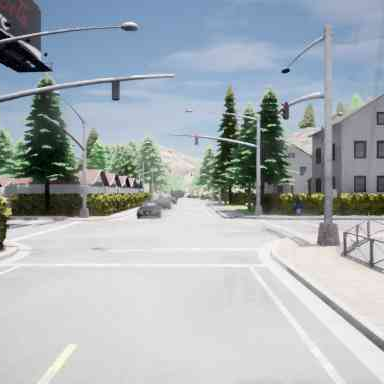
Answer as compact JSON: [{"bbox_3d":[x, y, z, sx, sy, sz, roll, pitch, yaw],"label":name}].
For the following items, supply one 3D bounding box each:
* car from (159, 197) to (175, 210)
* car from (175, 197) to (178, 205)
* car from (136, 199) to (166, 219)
[{"bbox_3d":[-3.607,1.482,42.584,1.882,1.535,5.008,0,1,0],"label":"car"},{"bbox_3d":[-3.519,1.606,59.460,2.033,1.411,5.357,0,0,0],"label":"car"},{"bbox_3d":[-3.619,1.566,29.019,1.994,1.385,4.181,0,0,0],"label":"car"}]
